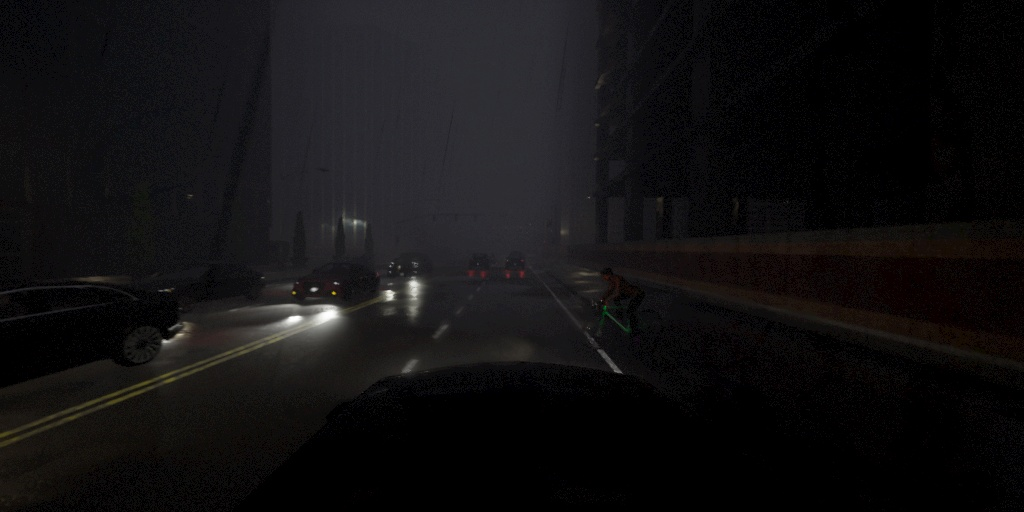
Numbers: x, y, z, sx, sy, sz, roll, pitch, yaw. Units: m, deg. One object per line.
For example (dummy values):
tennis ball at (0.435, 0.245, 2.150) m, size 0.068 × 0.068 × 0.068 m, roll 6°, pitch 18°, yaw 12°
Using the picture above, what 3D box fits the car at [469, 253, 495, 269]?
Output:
car at (-3.152, 0.476, 35.838) m, size 2.128 × 1.511 × 4.902 m, roll 1°, pitch 1°, yaw 0°

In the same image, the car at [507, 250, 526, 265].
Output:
car at (0.679, 0.129, 47.484) m, size 2.097 × 1.767 × 4.553 m, roll 1°, pitch 1°, yaw 5°

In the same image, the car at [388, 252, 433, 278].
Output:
car at (-6.915, 0.528, 24.836) m, size 2.097 × 1.767 × 4.553 m, roll 1°, pitch 1°, yaw 1°

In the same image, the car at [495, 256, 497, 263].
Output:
car at (-3.067, 0.281, 47.576) m, size 2.033 × 1.411 × 5.357 m, roll 1°, pitch 1°, yaw 0°

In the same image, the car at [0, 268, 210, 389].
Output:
car at (-7.087, 1.099, 4.626) m, size 2.128 × 1.511 × 4.902 m, roll 1°, pitch 1°, yaw 0°

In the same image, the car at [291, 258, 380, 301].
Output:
car at (-7.009, 0.956, 14.693) m, size 1.994 × 1.385 × 4.181 m, roll 1°, pitch 1°, yaw 0°

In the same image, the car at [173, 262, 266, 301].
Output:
car at (-10.519, 0.932, 12.192) m, size 1.812 × 1.442 × 4.674 m, roll 1°, pitch 1°, yaw 0°

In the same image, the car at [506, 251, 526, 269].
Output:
car at (0.329, 0.537, 36.409) m, size 1.812 × 1.442 × 4.674 m, roll 1°, pitch 1°, yaw 1°

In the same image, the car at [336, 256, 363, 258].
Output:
car at (-10.440, 0.726, 22.862) m, size 2.033 × 1.411 × 5.357 m, roll 1°, pitch 1°, yaw 1°

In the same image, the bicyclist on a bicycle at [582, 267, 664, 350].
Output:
bicyclist on a bicycle at (2.149, 1.026, 7.148) m, size 1.656 × 1.620 × 0.582 m, roll -8°, pitch 1°, yaw 1°
